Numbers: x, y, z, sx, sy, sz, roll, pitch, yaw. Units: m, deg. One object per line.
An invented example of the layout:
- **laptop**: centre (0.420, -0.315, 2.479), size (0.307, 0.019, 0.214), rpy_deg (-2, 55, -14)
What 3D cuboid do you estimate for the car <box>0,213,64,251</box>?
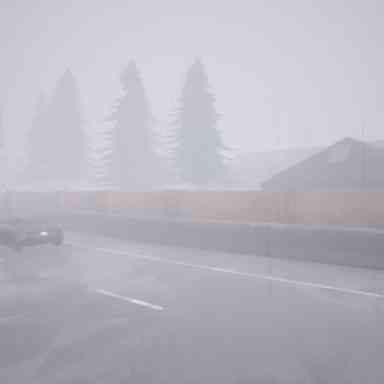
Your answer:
- **car**: centre (-7.424, 1.637, 14.634), size (4.181, 1.385, 1.994), rpy_deg (0, 0, 41)
